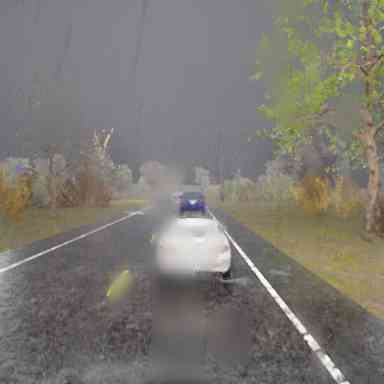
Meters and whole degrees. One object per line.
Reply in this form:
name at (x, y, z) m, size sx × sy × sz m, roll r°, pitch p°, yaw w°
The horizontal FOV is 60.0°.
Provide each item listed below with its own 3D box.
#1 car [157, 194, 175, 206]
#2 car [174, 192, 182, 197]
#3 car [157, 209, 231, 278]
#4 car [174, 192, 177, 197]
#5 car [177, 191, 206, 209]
car at (-3.748, 1.198, 45.550) m, size 1.895 × 1.301 × 4.718 m, roll 0°, pitch 1°, yaw -1°
car at (-3.695, 0.659, 86.665) m, size 1.895 × 1.301 × 4.718 m, roll 0°, pitch 1°, yaw 0°
car at (0.069, 1.442, 9.705) m, size 1.812 × 1.442 × 4.674 m, roll 0°, pitch 1°, yaw 0°
car at (-3.559, 0.666, 79.343) m, size 1.895 × 1.301 × 4.718 m, roll 0°, pitch 1°, yaw -2°
car at (0.062, 0.968, 29.541) m, size 2.150 × 2.045 × 5.566 m, roll 0°, pitch 0°, yaw 0°
